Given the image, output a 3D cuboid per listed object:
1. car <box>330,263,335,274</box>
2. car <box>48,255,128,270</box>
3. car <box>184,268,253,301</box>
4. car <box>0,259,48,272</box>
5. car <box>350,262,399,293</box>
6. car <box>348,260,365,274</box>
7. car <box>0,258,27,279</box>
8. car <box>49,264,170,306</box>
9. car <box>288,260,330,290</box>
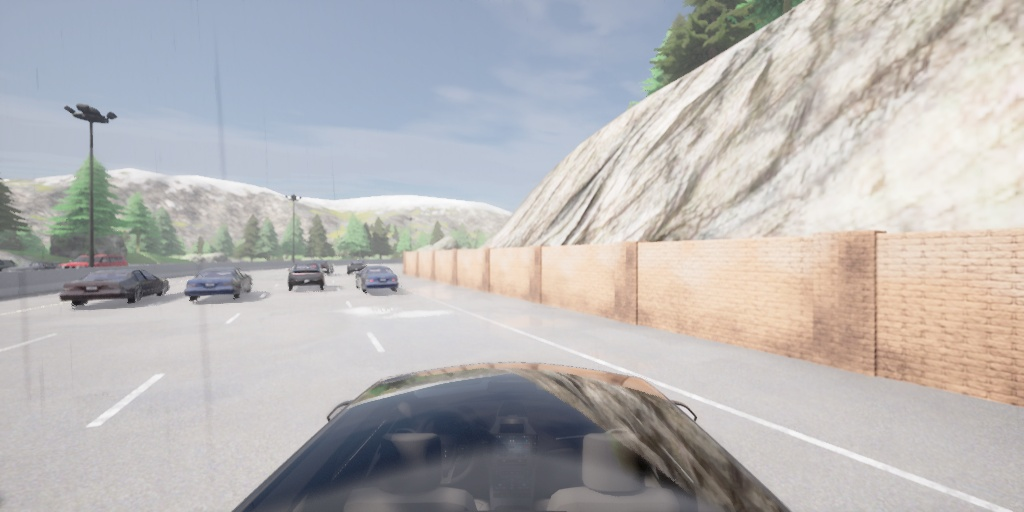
[{"bbox_3d":[-20.043,1.219,37.871,1.837,1.490,4.892,0,0,-19],"label":"car"},{"bbox_3d":[-36.581,0.928,31.477,2.150,2.045,5.566,0,0,-19],"label":"car"},{"bbox_3d":[-14.059,1.277,17.435,2.033,1.411,5.357,0,0,-29],"label":"car"},{"bbox_3d":[-39.864,1.193,30.265,2.128,1.511,4.902,0,0,-19],"label":"car"},{"bbox_3d":[-7.916,1.283,20.793,2.033,1.411,5.357,0,0,-29],"label":"car"},{"bbox_3d":[-16.965,1.209,39.669,2.128,1.511,4.902,0,0,-18],"label":"car"},{"bbox_3d":[-43.221,1.048,29.257,2.097,1.767,4.553,0,0,-19],"label":"car"},{"bbox_3d":[-17.152,1.274,15.796,2.033,1.411,5.357,0,0,-29],"label":"car"},{"bbox_3d":[-12.720,1.220,22.269,2.128,1.511,4.902,0,0,-29],"label":"car"}]
